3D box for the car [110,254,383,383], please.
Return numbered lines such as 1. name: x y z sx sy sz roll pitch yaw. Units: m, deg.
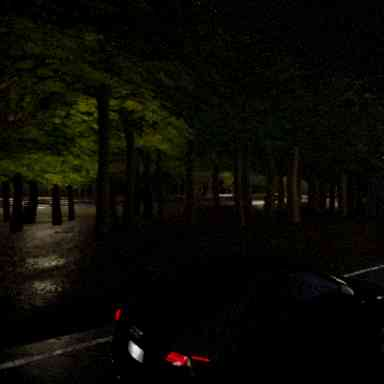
1. car: 1.064 1.572 4.505 4.181 1.385 1.994 0 0 -35
